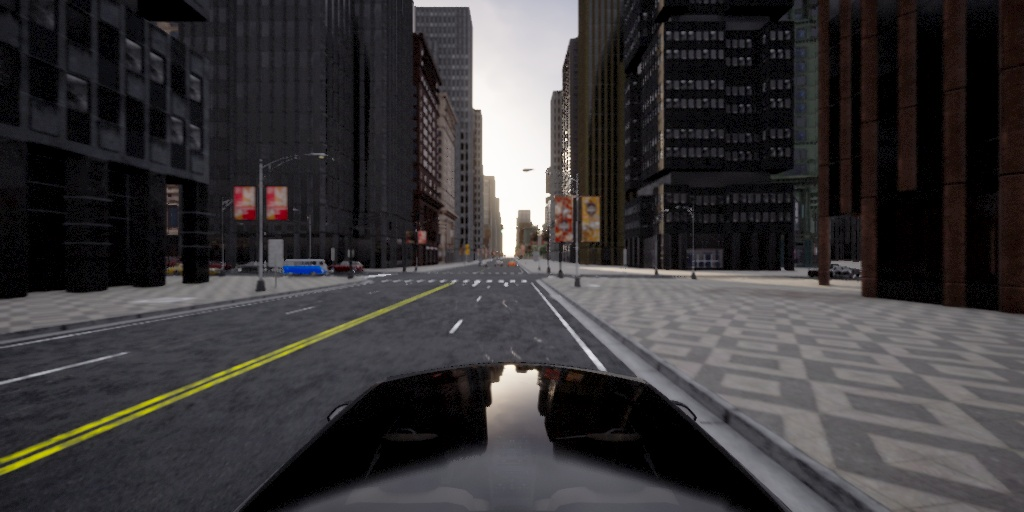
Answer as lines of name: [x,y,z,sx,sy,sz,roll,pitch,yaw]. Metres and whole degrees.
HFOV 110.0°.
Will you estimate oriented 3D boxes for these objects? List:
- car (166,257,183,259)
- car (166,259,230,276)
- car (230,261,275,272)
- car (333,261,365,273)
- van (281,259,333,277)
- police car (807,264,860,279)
car: [-43.173,0.997,44.652,5.009,1.841,2.192,0,0,0]
car: [-31.778,1.312,36.093,4.829,1.417,1.751,0,0,0]
car: [-31.925,1.335,44.619,4.403,1.370,2.007,0,0,0]
car: [-20.676,1.325,44.586,4.097,1.591,1.967,0,0,0]
van: [-20.700,1.228,36.060,3.998,1.789,1.690,0,0,0]
police car: [37.270,1.805,41.639,5.238,1.638,1.930,0,0,0]
